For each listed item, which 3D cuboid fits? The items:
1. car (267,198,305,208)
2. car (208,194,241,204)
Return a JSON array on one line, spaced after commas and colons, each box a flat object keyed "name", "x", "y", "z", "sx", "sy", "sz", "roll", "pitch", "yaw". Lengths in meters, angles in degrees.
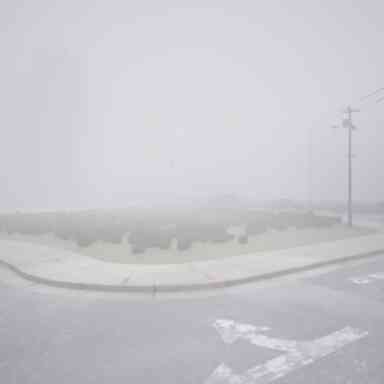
[{"name": "car", "x": 11.328, "y": 1.538, "z": 40.487, "sx": 1.837, "sy": 1.490, "sz": 4.892, "roll": 0, "pitch": 0, "yaw": -35}, {"name": "car", "x": 4.800, "y": 1.256, "z": 49.585, "sx": 2.150, "sy": 2.045, "sz": 5.566, "roll": 0, "pitch": 0, "yaw": -36}]
